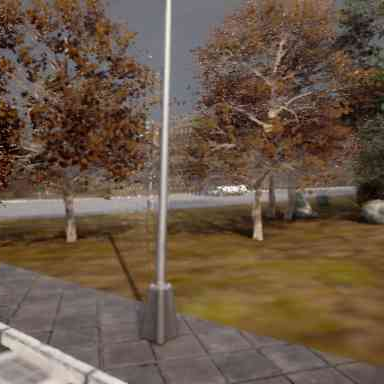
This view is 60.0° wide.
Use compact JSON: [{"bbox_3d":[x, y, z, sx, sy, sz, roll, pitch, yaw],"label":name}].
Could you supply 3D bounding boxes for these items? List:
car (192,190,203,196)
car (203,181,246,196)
[{"bbox_3d":[2.119,-0.218,48.799,4.181,1.385,1.994,-3,3,-29],"label":"car"},{"bbox_3d":[4.907,-0.497,46.367,5.566,2.045,2.150,-3,3,-28],"label":"car"}]
